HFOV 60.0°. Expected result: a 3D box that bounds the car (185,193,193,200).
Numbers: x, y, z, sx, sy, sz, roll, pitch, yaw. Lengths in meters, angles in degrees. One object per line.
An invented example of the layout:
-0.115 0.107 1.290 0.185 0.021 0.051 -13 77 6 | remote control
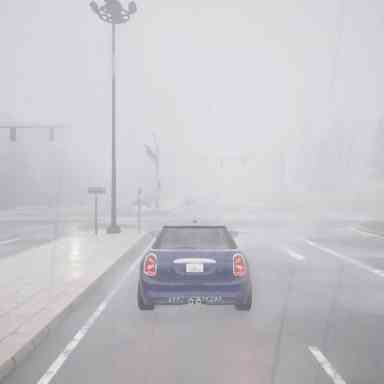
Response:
-0.899 1.189 95.625 2.150 2.045 5.566 0 0 -1 | car

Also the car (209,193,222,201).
6.280 1.215 85.063 2.150 2.045 5.566 0 0 -1 | car

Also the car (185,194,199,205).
-0.210 1.526 54.766 1.812 1.442 4.674 0 0 -1 | car

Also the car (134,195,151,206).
-8.295 1.563 54.454 1.994 1.385 4.181 0 0 -1 | car

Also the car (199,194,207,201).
2.775 1.513 85.331 1.812 1.442 4.674 0 0 -1 | car

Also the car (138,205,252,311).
0.063 1.352 7.946 2.097 1.767 4.553 0 0 0 | car

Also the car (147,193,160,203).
-8.451 1.221 68.991 2.150 2.045 5.566 0 0 -1 | car
